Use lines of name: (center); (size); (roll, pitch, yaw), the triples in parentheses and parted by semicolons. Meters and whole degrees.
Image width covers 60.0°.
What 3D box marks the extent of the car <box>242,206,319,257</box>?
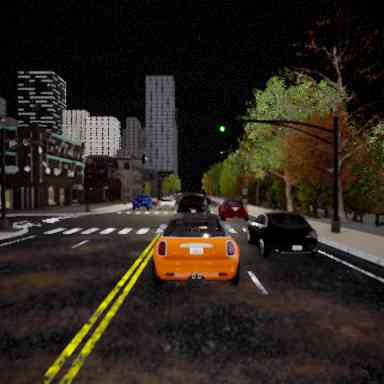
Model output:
car: (3.350, 1.525, 13.032); (1.837, 1.490, 4.892); (0, 0, 0)

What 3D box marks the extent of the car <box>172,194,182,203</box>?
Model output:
car: (-3.249, 1.453, 73.885); (2.097, 1.767, 4.553); (0, 0, 0)

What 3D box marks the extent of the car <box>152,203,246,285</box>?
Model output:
car: (0.100, 1.366, 9.692); (2.097, 1.767, 4.553); (0, 0, 0)

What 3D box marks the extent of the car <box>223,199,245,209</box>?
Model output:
car: (3.350, 1.393, 27.823); (2.097, 1.767, 4.553); (0, 0, 0)

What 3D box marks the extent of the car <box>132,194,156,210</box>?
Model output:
car: (-6.590, 1.284, 44.637); (2.150, 2.045, 5.566); (0, 0, 0)

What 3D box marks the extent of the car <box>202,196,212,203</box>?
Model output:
car: (3.250, 1.630, 74.044); (2.033, 1.411, 5.357); (0, 0, 0)

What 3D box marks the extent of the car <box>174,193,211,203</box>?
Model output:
car: (0.102, 1.258, 23.002); (2.150, 2.045, 5.566); (0, 0, 0)

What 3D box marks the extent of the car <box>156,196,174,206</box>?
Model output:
car: (-3.343, 1.588, 44.292); (1.812, 1.442, 4.674); (0, 0, 0)

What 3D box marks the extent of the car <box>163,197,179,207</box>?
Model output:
car: (-3.323, 1.565, 53.513); (2.128, 1.511, 4.902); (0, 0, 0)

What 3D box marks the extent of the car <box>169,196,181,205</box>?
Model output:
car: (-3.248, 1.578, 63.599); (2.128, 1.511, 4.902); (0, 0, 0)

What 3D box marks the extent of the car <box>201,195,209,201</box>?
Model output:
car: (3.251, 1.467, 84.463); (1.812, 1.442, 4.674); (0, 0, 0)

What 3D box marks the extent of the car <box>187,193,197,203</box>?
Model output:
car: (0.000, 1.316, 74.074); (2.150, 2.045, 5.566); (0, 0, 0)

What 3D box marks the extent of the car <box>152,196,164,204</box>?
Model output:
car: (-6.500, 1.593, 64.816); (1.837, 1.490, 4.892); (0, 0, 0)
